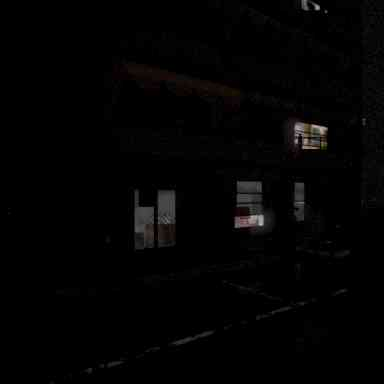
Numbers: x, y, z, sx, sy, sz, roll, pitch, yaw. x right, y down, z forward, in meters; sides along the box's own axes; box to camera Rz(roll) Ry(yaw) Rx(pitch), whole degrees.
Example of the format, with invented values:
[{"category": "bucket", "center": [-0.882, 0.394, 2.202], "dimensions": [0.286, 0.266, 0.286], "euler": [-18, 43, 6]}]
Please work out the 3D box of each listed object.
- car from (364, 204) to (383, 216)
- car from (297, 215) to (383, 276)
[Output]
[{"category": "car", "center": [18.042, 1.811, 30.423], "dimensions": [1.994, 1.385, 4.181], "euler": [0, -1, -36]}, {"category": "car", "center": [5.055, 1.581, 10.245], "dimensions": [4.206, 1.307, 1.802], "euler": [0, 0, -36]}]
